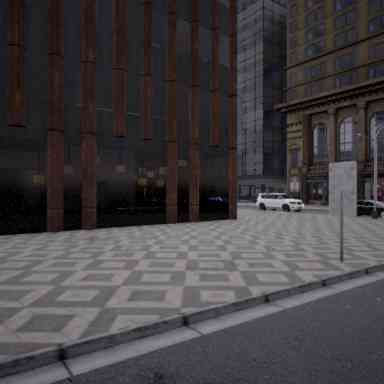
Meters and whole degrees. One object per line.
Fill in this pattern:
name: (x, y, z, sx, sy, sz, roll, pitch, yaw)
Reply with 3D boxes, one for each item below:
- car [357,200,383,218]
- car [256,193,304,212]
car: (15.395, 1.454, 28.656, 1.837, 1.490, 4.892, 0, 0, -37)
car: (9.622, 1.143, 36.776, 2.150, 2.045, 5.566, 0, 0, -36)
